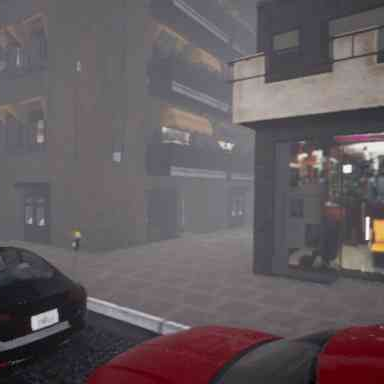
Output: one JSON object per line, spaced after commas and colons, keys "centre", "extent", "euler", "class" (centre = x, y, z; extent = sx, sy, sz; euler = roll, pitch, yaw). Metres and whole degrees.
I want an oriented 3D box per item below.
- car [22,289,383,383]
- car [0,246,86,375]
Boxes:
{"centre": [1.180, 1.545, 1.867], "extent": [4.507, 1.381, 1.887], "euler": [0, 1, 35], "class": "car"}
{"centre": [-3.431, 1.536, 5.156], "extent": [4.313, 1.339, 1.947], "euler": [0, 1, 35], "class": "car"}
